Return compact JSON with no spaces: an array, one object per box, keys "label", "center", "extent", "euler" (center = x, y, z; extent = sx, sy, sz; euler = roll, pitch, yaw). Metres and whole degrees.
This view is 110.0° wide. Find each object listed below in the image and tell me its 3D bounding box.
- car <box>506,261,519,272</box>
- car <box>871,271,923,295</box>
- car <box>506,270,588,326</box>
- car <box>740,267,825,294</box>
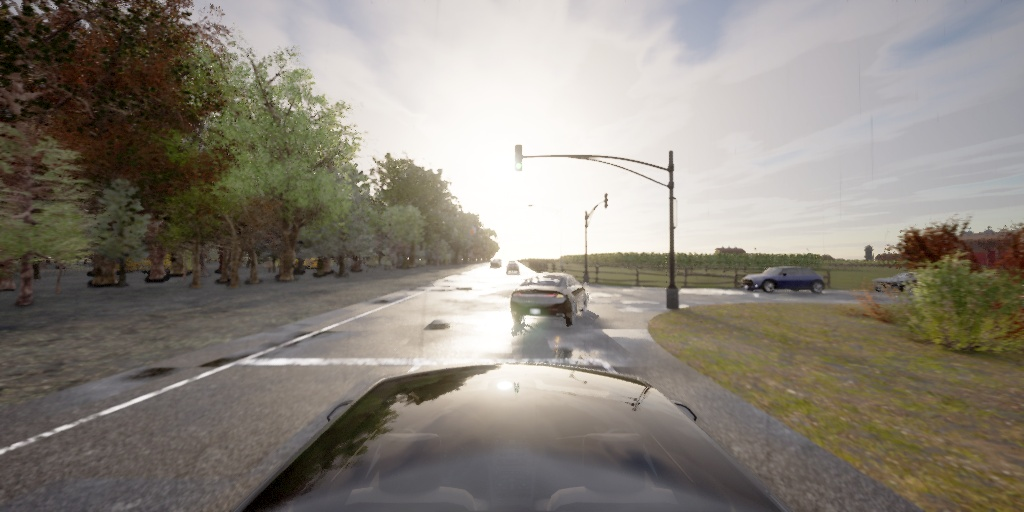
[{"label":"car","center":[0.108,1.631,50.610],"extent":[2.033,1.411,5.357],"euler":[0,0,0]},{"label":"car","center":[26.709,1.722,23.624],"extent":[5.008,1.535,1.882],"euler":[1,-1,0]},{"label":"car","center":[1.400,1.316,12.166],"extent":[2.128,1.511,4.902],"euler":[0,0,18]},{"label":"car","center":[17.740,1.500,23.709],"extent":[4.553,1.767,2.097],"euler":[1,-1,1]}]
